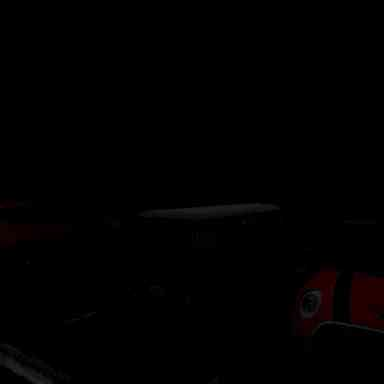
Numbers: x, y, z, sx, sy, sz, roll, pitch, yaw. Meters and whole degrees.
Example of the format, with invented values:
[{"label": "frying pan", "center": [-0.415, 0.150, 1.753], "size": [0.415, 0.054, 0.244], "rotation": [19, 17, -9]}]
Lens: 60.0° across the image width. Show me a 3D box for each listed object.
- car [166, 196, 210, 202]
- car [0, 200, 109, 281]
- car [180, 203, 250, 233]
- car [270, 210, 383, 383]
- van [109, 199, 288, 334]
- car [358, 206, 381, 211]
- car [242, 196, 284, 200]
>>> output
[{"label": "car", "center": [-0.627, 1.320, 22.576], "size": [2.435, 2.045, 5.566], "rotation": [-1, 0, 35]}, {"label": "car", "center": [-4.449, 1.272, 10.376], "size": [2.435, 2.045, 5.566], "rotation": [-1, 0, 35]}, {"label": "car", "center": [1.585, 1.541, 21.076], "size": [2.231, 1.521, 4.892], "rotation": [-1, 0, 35]}, {"label": "car", "center": [3.129, 1.348, 5.107], "size": [2.185, 1.767, 4.553], "rotation": [0, 0, 35]}, {"label": "van", "center": [0.686, 1.258, 6.913], "size": [1.878, 1.987, 4.442], "rotation": [0, 0, 35]}, {"label": "car", "center": [8.682, 1.477, 16.379], "size": [1.946, 1.575, 5.366], "rotation": [0, 0, 35]}, {"label": "car", "center": [3.868, 1.258, 19.473], "size": [2.435, 2.045, 5.566], "rotation": [-1, 0, 35]}]
